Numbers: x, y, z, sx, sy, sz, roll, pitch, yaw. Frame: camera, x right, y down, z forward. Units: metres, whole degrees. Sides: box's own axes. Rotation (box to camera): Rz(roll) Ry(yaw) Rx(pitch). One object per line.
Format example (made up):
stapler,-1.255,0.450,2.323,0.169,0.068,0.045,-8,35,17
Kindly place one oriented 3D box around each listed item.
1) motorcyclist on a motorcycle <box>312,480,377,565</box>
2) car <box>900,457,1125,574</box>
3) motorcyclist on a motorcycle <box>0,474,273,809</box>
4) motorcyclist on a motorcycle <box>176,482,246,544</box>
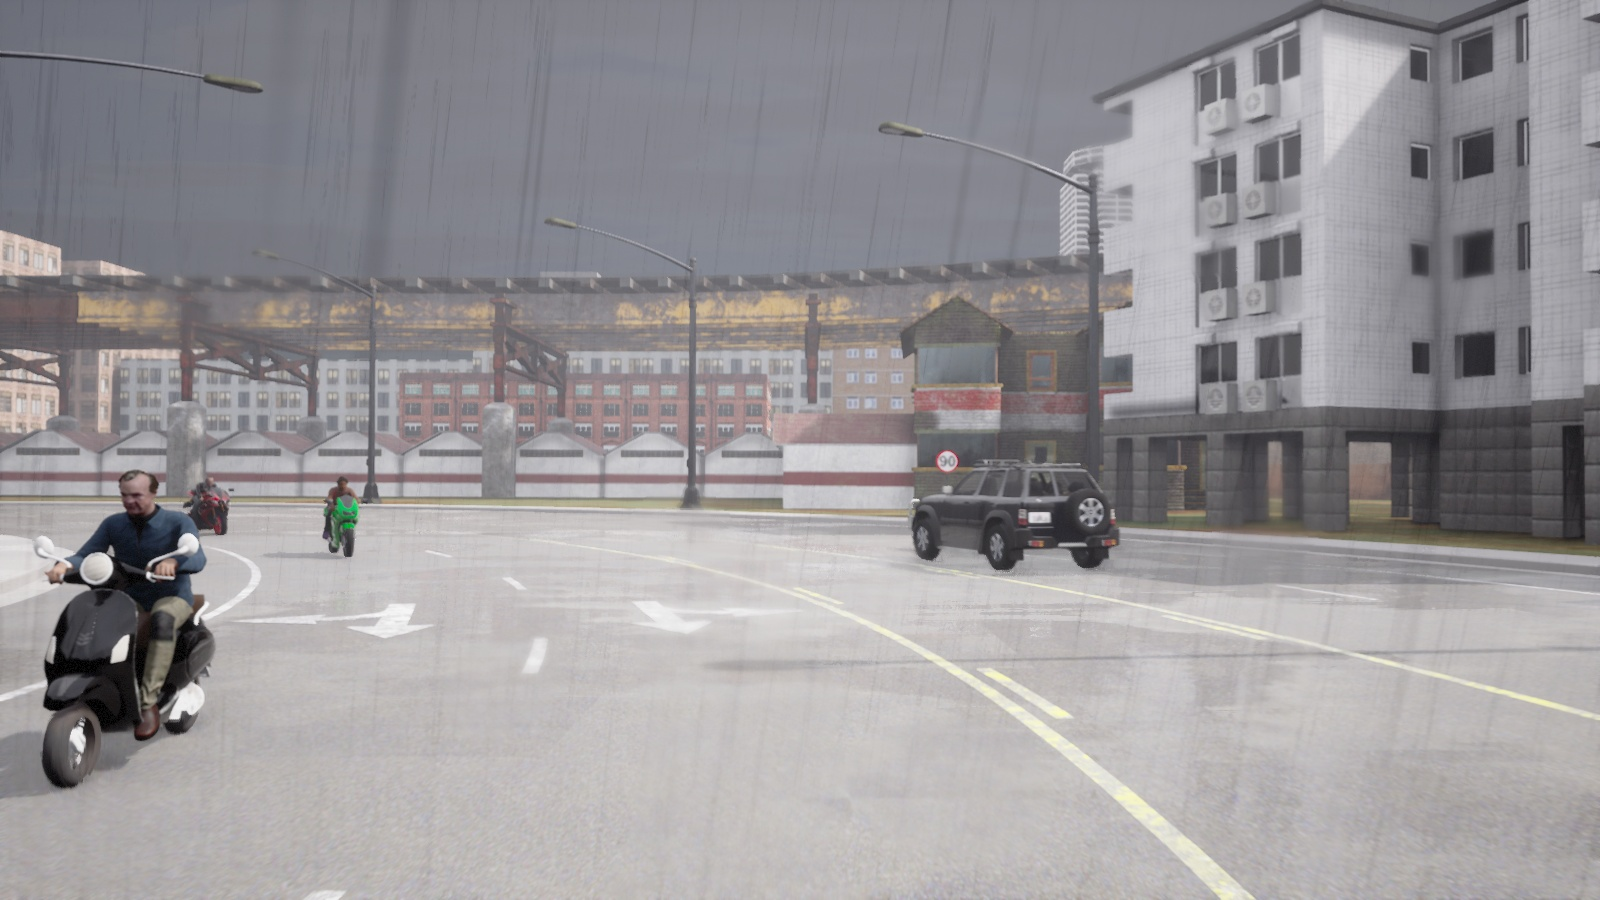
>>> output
motorcyclist on a motorcycle,-8.666,1.336,23.841,0.797,1.523,2.044,0,-1,-30
car,3.611,1.091,22.364,1.932,1.855,4.605,0,-1,-20
motorcyclist on a motorcycle,-3.666,0.935,6.936,0.866,1.590,1.817,-1,-1,-5
motorcyclist on a motorcycle,-15.164,1.592,32.292,2.191,1.530,0.866,-1,-1,42
